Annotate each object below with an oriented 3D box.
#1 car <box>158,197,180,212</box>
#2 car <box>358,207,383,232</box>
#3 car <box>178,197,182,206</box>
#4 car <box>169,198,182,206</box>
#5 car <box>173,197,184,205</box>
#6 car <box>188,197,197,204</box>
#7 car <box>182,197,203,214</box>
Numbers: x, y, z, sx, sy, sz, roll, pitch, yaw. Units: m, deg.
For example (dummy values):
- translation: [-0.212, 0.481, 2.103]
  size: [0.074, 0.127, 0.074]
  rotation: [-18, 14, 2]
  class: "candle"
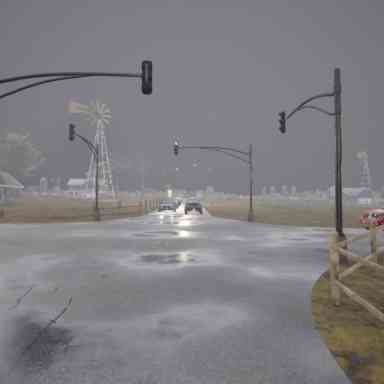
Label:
- translation: [-2.876, 1.661, 39.747]
  size: [1.994, 1.385, 4.181]
  rotation: [0, 0, 0]
  class: "car"
- translation: [13.223, 1.482, 20.328]
  size: [5.566, 2.045, 2.150]
  rotation: [1, -2, -2]
  class: "car"
- translation: [-2.879, 1.630, 48.489]
  size: [2.128, 1.511, 4.902]
  rotation: [0, 0, 0]
  class: "car"
- translation: [-2.864, 1.796, 58.470]
  size: [1.895, 1.301, 4.718]
  rotation: [0, 0, 0]
  class: "car"
- translation: [-2.789, 1.811, 69.078]
  size: [2.033, 1.411, 5.357]
  rotation: [0, 0, 0]
  class: "car"
- translation: [0.059, 1.789, 69.120]
  size: [1.812, 1.442, 4.674]
  rotation: [0, 0, 0]
  class: "car"
- translation: [0.142, 1.589, 36.941]
  size: [1.837, 1.490, 4.892]
  rotation: [0, 0, -1]
  class: "car"
